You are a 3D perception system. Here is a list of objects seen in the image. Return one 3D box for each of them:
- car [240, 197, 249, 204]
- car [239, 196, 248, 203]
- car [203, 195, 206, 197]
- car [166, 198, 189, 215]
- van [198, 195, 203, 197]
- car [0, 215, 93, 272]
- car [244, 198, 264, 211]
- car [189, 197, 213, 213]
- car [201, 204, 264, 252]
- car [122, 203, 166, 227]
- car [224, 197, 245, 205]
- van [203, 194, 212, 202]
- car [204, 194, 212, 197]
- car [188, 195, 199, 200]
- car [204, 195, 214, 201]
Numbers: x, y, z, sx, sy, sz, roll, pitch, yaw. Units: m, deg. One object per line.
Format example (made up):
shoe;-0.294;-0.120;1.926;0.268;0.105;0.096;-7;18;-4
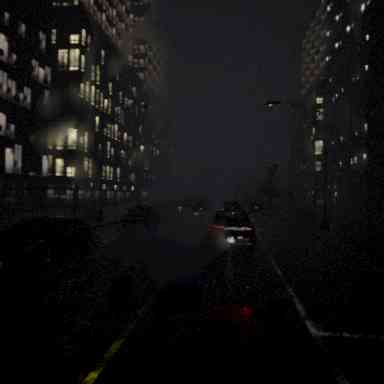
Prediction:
car;11.254;1.790;71.607;1.802;1.307;4.206;2;0;7
car;11.962;1.743;77.426;1.752;1.417;4.829;2;0;7
car;0.880;1.553;55.680;1.802;1.307;4.206;2;0;7
car;-1.864;1.478;33.076;2.008;1.369;4.403;2;0;7
van;0.201;1.302;50.029;1.690;1.788;3.998;2;0;7
car;-4.608;1.444;10.474;1.947;1.339;4.313;2;0;7
car;7.138;1.714;37.704;1.947;1.339;4.313;2;0;7
car;1.231;1.566;36.764;1.994;1.385;4.181;1;0;7
car;1.678;1.524;14.233;2.128;1.511;4.902;1;0;7
car;-3.236;1.485;21.774;1.802;1.307;4.206;2;0;7
car;3.781;1.575;31.553;1.837;1.490;4.892;1;0;7
van;3.632;1.349;78.282;1.690;1.788;3.998;2;0;7
car;2.943;1.439;72.631;1.967;1.590;4.097;2;0;7
car;-0.491;1.494;44.378;1.887;1.381;4.507;2;0;7
car;4.311;1.582;83.933;1.947;1.339;4.313;2;0;7
